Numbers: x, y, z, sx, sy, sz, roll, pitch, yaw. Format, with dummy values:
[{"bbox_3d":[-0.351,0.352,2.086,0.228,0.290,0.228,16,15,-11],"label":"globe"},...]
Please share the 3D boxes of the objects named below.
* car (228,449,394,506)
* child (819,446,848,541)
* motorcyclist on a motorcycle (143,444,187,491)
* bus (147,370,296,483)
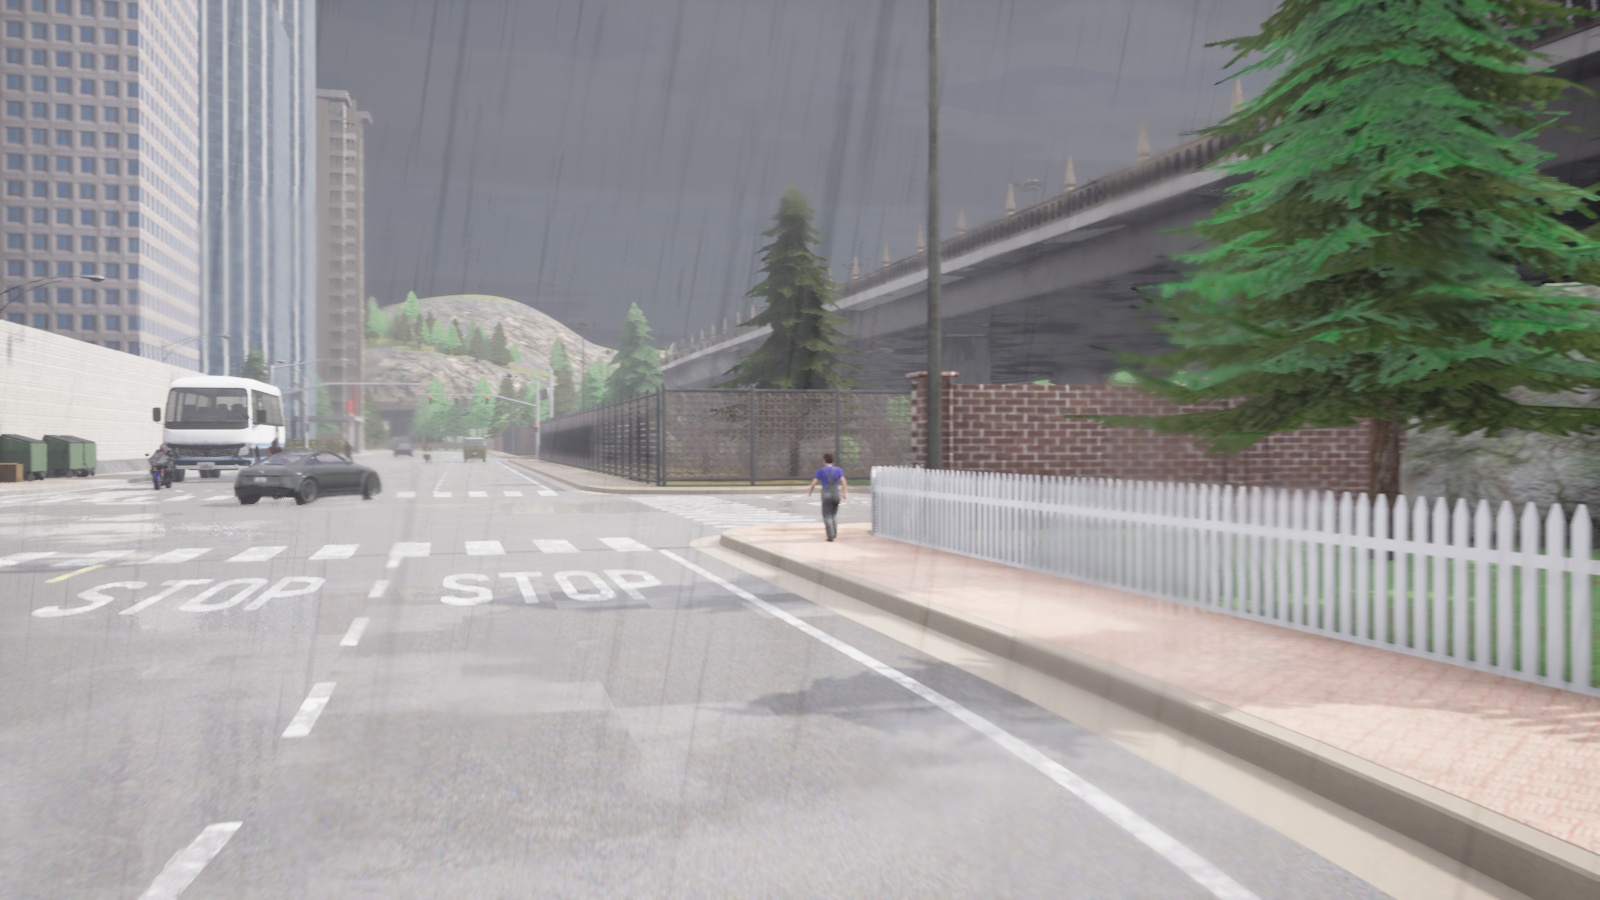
[{"bbox_3d":[-12.692,0.673,32.880,1.994,1.385,4.181,0,0,14],"label":"car"},{"bbox_3d":[0.450,0.584,17.037,0.270,1.263,0.437,0,0,-16],"label":"child"},{"bbox_3d":[-20.985,0.551,41.523,0.866,1.530,2.191,0,0,-15],"label":"motorcyclist on a motorcycle"},{"bbox_3d":[-23.974,-0.923,52.735,3.944,4.253,10.273,0,0,-15],"label":"bus"}]
